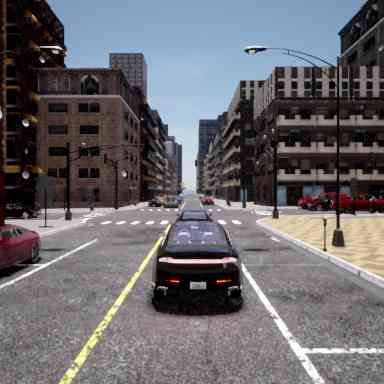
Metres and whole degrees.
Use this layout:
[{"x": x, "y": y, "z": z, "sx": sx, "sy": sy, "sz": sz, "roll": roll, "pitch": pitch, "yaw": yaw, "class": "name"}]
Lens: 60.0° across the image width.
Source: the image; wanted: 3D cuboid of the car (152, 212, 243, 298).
[{"x": 0.111, "y": 1.491, "z": 8.484, "sx": 2.128, "sy": 1.511, "sz": 4.902, "roll": 0, "pitch": 0, "yaw": 0, "class": "car"}]

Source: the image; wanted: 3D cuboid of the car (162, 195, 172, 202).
[{"x": -5.613, "y": 1.470, "z": 74.031, "sx": 1.967, "sy": 1.590, "sz": 4.097, "roll": 0, "pitch": 0, "yaw": 0, "class": "car"}]

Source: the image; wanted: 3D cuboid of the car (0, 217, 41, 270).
[{"x": -5.732, "y": 1.582, "z": 9.277, "sx": 1.802, "sy": 1.307, "sz": 4.206, "roll": 0, "pitch": 0, "yaw": 0, "class": "car"}]

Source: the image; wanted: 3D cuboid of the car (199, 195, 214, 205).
[{"x": 2.748, "y": 1.458, "z": 56.976, "sx": 1.967, "sy": 1.590, "sz": 4.097, "roll": 0, "pitch": 0, "yaw": 0, "class": "car"}]

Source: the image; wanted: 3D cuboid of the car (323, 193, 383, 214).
[{"x": 14.724, "y": 1.029, "z": 29.217, "sx": 5.009, "sy": 1.841, "sz": 2.192, "roll": -1, "pitch": 1, "yaw": 0, "class": "car"}]

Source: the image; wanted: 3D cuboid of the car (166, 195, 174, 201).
[{"x": -5.601, "y": 1.480, "z": 85.396, "sx": 1.967, "sy": 1.590, "sz": 4.097, "roll": 0, "pitch": 0, "yaw": 0, "class": "car"}]

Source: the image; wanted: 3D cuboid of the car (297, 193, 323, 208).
[{"x": 14.598, "y": 1.014, "z": 37.595, "sx": 5.009, "sy": 1.841, "sz": 2.192, "roll": -1, "pitch": 1, "yaw": 0, "class": "car"}]

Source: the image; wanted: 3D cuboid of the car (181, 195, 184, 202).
[{"x": -2.997, "y": 1.622, "z": 61.881, "sx": 1.895, "sy": 1.301, "sz": 4.718, "roll": 0, "pitch": 0, "yaw": 0, "class": "car"}]

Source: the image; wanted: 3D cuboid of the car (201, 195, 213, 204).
[{"x": 2.755, "y": 1.461, "z": 62.659, "sx": 1.967, "sy": 1.590, "sz": 4.097, "roll": 0, "pitch": 0, "yaw": 0, "class": "car"}]

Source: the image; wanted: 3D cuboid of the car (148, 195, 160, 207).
[{"x": -5.637, "y": 1.580, "z": 51.301, "sx": 1.947, "sy": 1.339, "sz": 4.313, "roll": 0, "pitch": 0, "yaw": 0, "class": "car"}]

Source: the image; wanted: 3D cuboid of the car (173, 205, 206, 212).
[{"x": 0.116, "y": 1.564, "z": 17.099, "sx": 1.994, "sy": 1.385, "sz": 4.181, "roll": 0, "pitch": 0, "yaw": 0, "class": "car"}]

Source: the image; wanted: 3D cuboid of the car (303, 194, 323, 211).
[{"x": 14.603, "y": 1.230, "z": 35.024, "sx": 4.674, "sy": 1.442, "sz": 1.812, "roll": -1, "pitch": 0, "yaw": 0, "class": "car"}]

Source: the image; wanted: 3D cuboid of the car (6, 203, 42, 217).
[{"x": -16.845, "y": 1.793, "z": 31.576, "sx": 4.892, "sy": 1.490, "sz": 1.837, "roll": 0, "pitch": 0, "yaw": 0, "class": "car"}]

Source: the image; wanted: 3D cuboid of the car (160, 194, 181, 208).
[{"x": -3.015, "y": 1.365, "z": 48.249, "sx": 2.097, "sy": 1.767, "sz": 4.553, "roll": 0, "pitch": 0, "yaw": 0, "class": "car"}]

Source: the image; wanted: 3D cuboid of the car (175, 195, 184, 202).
[{"x": -2.920, "y": 1.505, "z": 77.081, "sx": 1.882, "sy": 1.535, "sz": 5.008, "roll": 0, "pitch": 0, "yaw": 0, "class": "car"}]

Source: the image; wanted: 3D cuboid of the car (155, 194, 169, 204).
[{"x": -5.626, "y": 1.336, "z": 62.666, "sx": 2.192, "sy": 1.841, "sz": 5.009, "roll": 0, "pitch": 0, "yaw": 0, "class": "car"}]
